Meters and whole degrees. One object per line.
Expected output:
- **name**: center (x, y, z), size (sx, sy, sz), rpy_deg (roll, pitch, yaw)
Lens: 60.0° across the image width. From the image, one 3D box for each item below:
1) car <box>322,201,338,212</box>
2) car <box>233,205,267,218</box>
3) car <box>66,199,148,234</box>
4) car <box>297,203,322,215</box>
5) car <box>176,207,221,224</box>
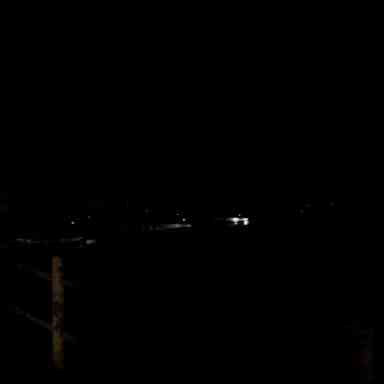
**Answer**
- **car**: center (22.474, 2.328, 54.499), size (2.097, 1.767, 4.553), rpy_deg (-1, -1, 37)
- **car**: center (6.711, 2.161, 37.831), size (2.033, 1.411, 5.357), rpy_deg (-1, -1, 37)
- **car**: center (-5.253, 1.494, 21.428), size (2.150, 2.045, 5.566), rpy_deg (-1, -1, 36)
- **car**: center (15.818, 2.308, 45.363), size (1.812, 1.442, 4.674), rpy_deg (-1, -1, 36)
- **car**: center (0.647, 2.042, 29.528), size (1.895, 1.301, 4.718), rpy_deg (-1, -1, 36)
